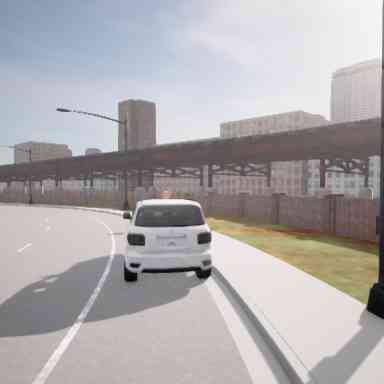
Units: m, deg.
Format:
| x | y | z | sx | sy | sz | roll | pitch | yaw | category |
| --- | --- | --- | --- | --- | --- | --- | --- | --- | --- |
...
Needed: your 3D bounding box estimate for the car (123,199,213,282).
| x | y | z | sx | sy | sz | roll | pitch | yaw | category |
| --- | --- | --- | --- | --- | --- | --- | --- | --- | --- |
| -0.868 | 1.217 | 10.004 | 2.150 | 2.045 | 5.566 | 0 | 0 | -9 | car |
